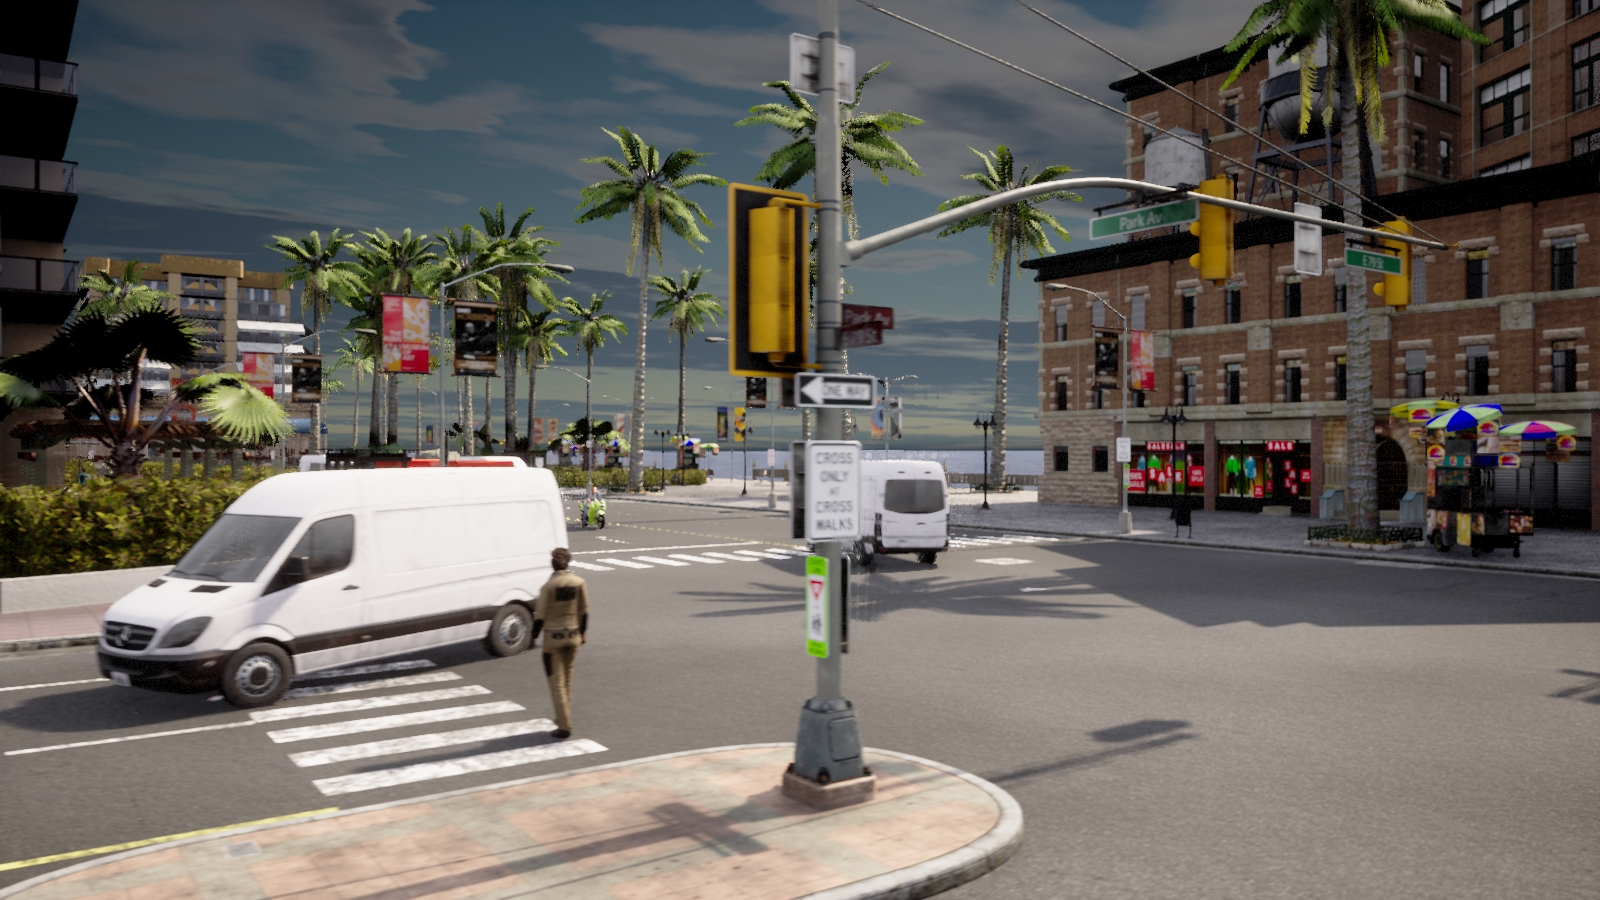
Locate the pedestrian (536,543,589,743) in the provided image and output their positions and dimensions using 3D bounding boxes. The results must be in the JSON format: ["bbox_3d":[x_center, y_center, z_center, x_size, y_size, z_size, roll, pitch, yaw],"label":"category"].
[{"bbox_3d":[-2.311,1.855,11.105,0.375,1.860,0.375,0,0,-36],"label":"pedestrian"}]

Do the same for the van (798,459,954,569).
[{"bbox_3d":[1.826,1.545,29.950,1.988,2.561,5.915,1,-1,-18],"label":"van"}]

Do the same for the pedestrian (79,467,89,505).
[{"bbox_3d":[-35.108,1.745,56.009,0.375,1.860,0.375,0,0,-38],"label":"pedestrian"}]

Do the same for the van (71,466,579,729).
[{"bbox_3d":[-5.650,1.543,14.636,1.988,2.561,5.915,0,0,33],"label":"van"}]

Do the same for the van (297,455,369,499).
[{"bbox_3d":[-28.422,1.584,69.439,1.988,2.561,5.915,0,0,-44],"label":"van"}]
